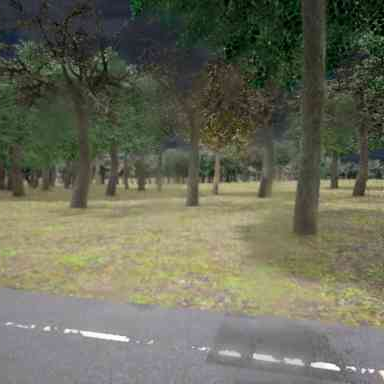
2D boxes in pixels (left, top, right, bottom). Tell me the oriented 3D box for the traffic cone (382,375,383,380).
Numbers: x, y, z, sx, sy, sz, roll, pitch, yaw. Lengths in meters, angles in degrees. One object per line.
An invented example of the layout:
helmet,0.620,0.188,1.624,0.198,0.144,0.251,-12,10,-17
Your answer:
traffic cone,2.432,1.953,3.845,0.340,0.580,0.340,1,0,15
